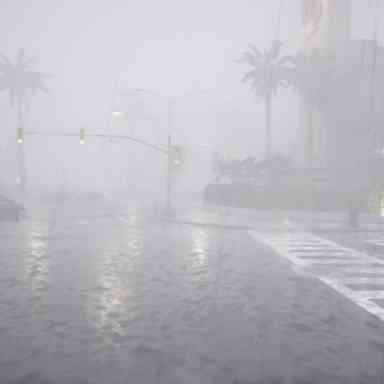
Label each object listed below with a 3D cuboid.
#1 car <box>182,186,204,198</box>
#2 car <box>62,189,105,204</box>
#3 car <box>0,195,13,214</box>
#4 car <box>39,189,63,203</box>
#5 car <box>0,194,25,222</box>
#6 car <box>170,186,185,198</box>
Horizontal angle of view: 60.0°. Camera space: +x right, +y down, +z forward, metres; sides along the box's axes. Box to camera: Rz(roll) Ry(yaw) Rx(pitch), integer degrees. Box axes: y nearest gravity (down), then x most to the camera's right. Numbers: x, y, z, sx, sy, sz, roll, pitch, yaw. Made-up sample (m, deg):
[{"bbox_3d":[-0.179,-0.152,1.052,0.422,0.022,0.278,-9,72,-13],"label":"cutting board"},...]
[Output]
[{"bbox_3d":[1.258,0.260,57.242,5.008,1.535,1.882,0,1,-39],"label":"car"},{"bbox_3d":[-12.015,0.510,38.187,2.128,1.511,4.902,1,1,20],"label":"car"},{"bbox_3d":[-14.495,0.917,22.814,1.895,1.301,4.718,1,1,1],"label":"car"},{"bbox_3d":[-15.527,0.455,38.649,2.128,1.511,4.902,1,1,19],"label":"car"},{"bbox_3d":[-10.808,0.824,17.758,2.097,1.767,4.553,1,1,-3],"label":"car"},{"bbox_3d":[-1.883,-0.079,59.221,5.566,2.045,2.150,0,1,-41],"label":"car"}]
